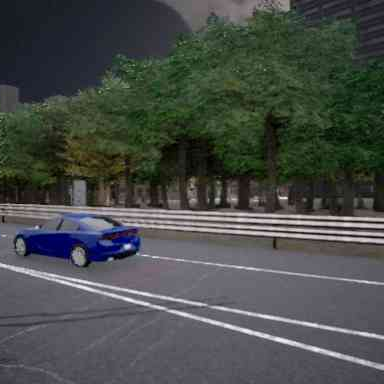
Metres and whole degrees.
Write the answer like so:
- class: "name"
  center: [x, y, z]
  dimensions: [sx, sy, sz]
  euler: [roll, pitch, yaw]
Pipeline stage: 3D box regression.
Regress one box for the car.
- class: "car"
  center: [-4.016, 1.487, 11.310]
  dimensions: [5.008, 1.535, 1.882]
  euler: [0, 0, 32]
